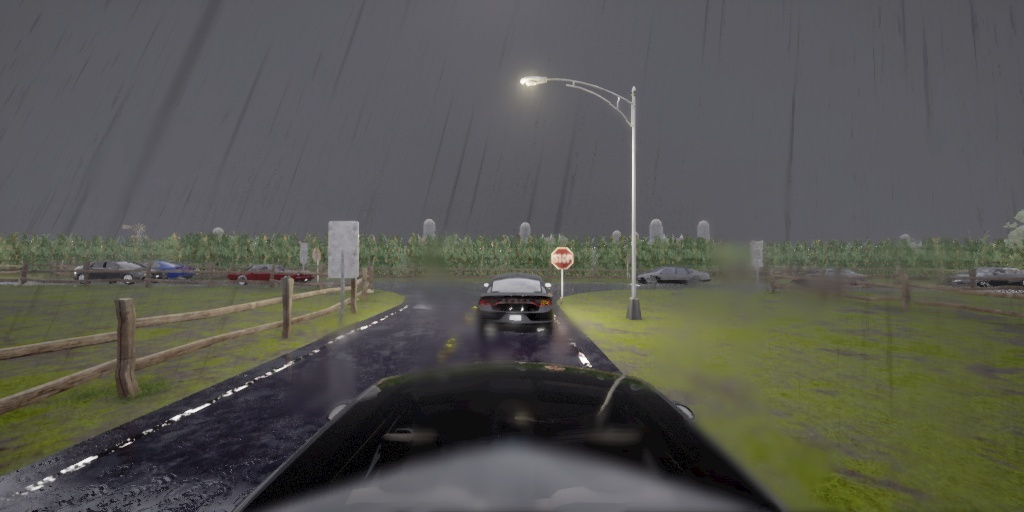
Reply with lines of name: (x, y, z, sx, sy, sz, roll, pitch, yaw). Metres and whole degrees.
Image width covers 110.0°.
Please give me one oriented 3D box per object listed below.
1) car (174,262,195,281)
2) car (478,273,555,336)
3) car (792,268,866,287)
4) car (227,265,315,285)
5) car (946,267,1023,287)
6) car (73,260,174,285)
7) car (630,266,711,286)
car: (-26.309, 1.084, 26.421, 5.008, 1.535, 1.882, 0, -1, 0)
car: (0.152, 1.230, 10.478, 1.882, 1.535, 5.008, 0, 0, 2)
car: (22.908, 1.537, 26.050, 4.181, 1.385, 1.994, 0, -1, 1)
car: (-15.569, 1.229, 23.353, 4.718, 1.301, 1.895, 0, -1, 2)
car: (34.553, 1.565, 25.960, 4.902, 1.511, 2.128, 1, -1, 1)
car: (-25.609, 1.066, 23.463, 4.892, 1.490, 1.837, 0, -1, 1)
car: (11.485, 1.428, 26.140, 5.357, 1.411, 2.033, 0, -1, 0)
